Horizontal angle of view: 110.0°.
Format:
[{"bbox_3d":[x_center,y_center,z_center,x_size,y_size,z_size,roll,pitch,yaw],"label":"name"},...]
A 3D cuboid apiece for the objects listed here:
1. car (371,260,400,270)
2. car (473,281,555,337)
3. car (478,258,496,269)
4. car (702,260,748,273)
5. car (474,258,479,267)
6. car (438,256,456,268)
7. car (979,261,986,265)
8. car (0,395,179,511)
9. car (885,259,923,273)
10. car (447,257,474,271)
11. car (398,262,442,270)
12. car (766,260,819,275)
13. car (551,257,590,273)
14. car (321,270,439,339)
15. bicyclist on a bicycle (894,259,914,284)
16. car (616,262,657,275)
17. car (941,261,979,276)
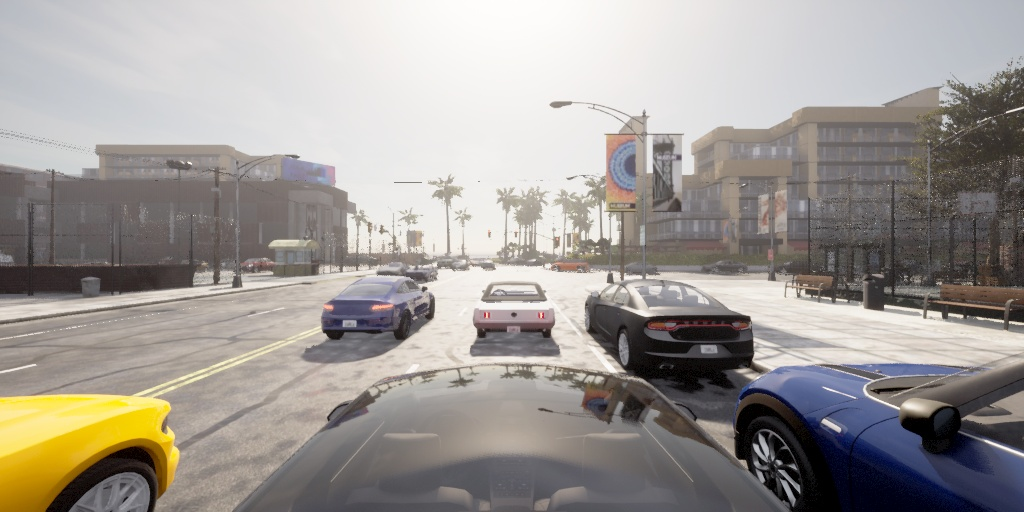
[{"bbox_3d":[-10.609,1.297,32.785,2.033,1.411,5.357,0,0,0],"label":"car"},{"bbox_3d":[0.061,1.351,10.233,1.895,1.301,4.718,0,0,0],"label":"car"},{"bbox_3d":[-3.467,1.297,54.627,2.033,1.411,5.357,0,0,1],"label":"car"},{"bbox_3d":[24.862,1.254,42.032,4.892,1.490,1.837,0,0,0],"label":"car"},{"bbox_3d":[-5.616,1.297,62.983,2.033,1.411,5.357,0,0,14],"label":"car"},{"bbox_3d":[-10.113,0.972,56.931,2.150,2.045,5.566,0,0,6],"label":"car"},{"bbox_3d":[45.198,1.241,31.624,4.902,1.511,2.128,0,0,-1],"label":"car"},{"bbox_3d":[-3.402,1.228,0.582,1.882,1.535,5.008,0,0,-1],"label":"car"},{"bbox_3d":[45.123,1.103,42.124,4.553,1.767,2.097,0,0,-1],"label":"car"},{"bbox_3d":[-6.980,1.241,48.817,2.128,1.511,4.902,0,0,2],"label":"car"},{"bbox_3d":[-7.109,1.351,28.207,1.895,1.301,4.718,0,0,0],"label":"car"},{"bbox_3d":[30.098,1.227,38.575,5.008,1.535,1.882,0,0,0],"label":"car"},{"bbox_3d":[7.126,1.101,43.867,4.553,1.767,2.097,0,0,25],"label":"car"},{"bbox_3d":[-3.441,1.276,9.938,1.812,1.442,4.674,0,0,0],"label":"car"},{"bbox_3d":[26.068,1.050,24.063,0.582,1.620,1.656,0,0,-1],"label":"bicyclist on a bicycle"},{"bbox_3d":[13.363,1.314,38.546,4.181,1.385,1.994,0,0,2],"label":"car"},{"bbox_3d":[45.165,1.241,35.124,4.902,1.511,2.128,0,0,-1],"label":"car"}]
